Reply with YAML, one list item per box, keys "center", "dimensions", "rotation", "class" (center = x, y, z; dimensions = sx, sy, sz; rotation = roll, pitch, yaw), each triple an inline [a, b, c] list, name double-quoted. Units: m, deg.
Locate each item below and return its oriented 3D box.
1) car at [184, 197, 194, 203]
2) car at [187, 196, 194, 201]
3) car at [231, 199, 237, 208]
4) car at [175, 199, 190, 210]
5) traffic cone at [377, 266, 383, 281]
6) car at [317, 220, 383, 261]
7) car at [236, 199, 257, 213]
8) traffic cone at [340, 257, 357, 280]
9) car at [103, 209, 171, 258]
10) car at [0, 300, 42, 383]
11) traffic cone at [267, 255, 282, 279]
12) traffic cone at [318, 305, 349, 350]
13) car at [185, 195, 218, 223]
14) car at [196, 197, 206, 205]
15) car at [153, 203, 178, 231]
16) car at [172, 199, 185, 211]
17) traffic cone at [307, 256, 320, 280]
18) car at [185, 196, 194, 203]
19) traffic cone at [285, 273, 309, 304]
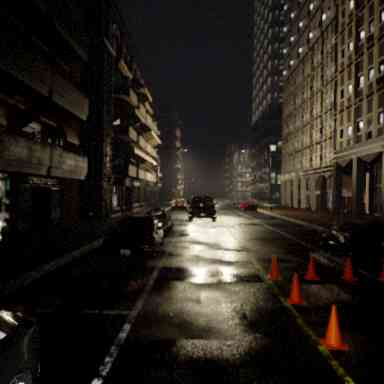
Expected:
- center: [-0.667, 1.779, 75.024]
  dimensions: [2.008, 1.369, 4.403]
  rotation: [1, 0, 1]
  class: "car"
- center: [-0.291, 1.886, 93.586]
  dimensions: [1.802, 1.307, 4.206]
  rotation: [1, 0, 1]
  class: "car"
- center: [7.192, 1.825, 52.244]
  dimensions: [2.008, 1.369, 4.403]
  rotation: [1, 0, 1]
  class: "car"
- center: [-1.314, 1.701, 46.789]
  dimensions: [1.802, 1.307, 4.206]
  rotation: [1, 0, 1]
  class: "car"
- center: [5.229, 2.064, 8.949]
  dimensions: [0.340, 0.580, 0.340]
  rotation: [1, 0, 1]
  class: "traffic cone"
- center: [6.286, 1.702, 12.714]
  dimensions: [1.947, 1.339, 4.313]
  rotation: [1, 0, 1]
  class: "car"
- center: [6.934, 1.778, 40.949]
  dimensions: [1.887, 1.381, 4.507]
  rotation: [1, 0, 1]
  class: "car"
- center: [4.229, 2.048, 8.972]
  dimensions: [0.340, 0.580, 0.340]
  rotation: [1, 0, 1]
  class: "traffic cone"
- center: [-2.092, 1.568, 12.907]
  dimensions: [1.947, 1.339, 4.313]
  rotation: [1, 0, 1]
  class: "car"
- center: [-2.351, 1.517, 1.612]
  dimensions: [2.008, 1.369, 4.403]
  rotation: [1, 0, 1]
  class: "car"
- center: [2.229, 2.016, 9.018]
  dimensions: [0.340, 0.580, 0.340]
  rotation: [1, 0, 1]
  class: "traffic cone"
- center: [2.138, 2.004, 5.019]
  dimensions: [0.340, 0.580, 0.340]
  rotation: [1, 0, 1]
  class: "traffic cone"
- center: [0.842, 1.313, 27.175]
  dimensions: [2.150, 2.045, 5.566]
  rotation: [1, 0, 1]
  class: "car"
- center: [1.816, 1.798, 65.826]
  dimensions: [1.994, 1.385, 4.181]
  rotation: [1, 0, 1]
  class: "car"
- center: [-1.965, 1.545, 18.384]
  dimensions: [1.752, 1.417, 4.829]
  rotation: [1, 0, 1]
  class: "car"
- center: [-1.442, 1.539, 41.142]
  dimensions: [1.967, 1.590, 4.097]
  rotation: [1, 0, 1]
  class: "car"
- center: [3.229, 2.032, 8.995]
  dimensions: [0.340, 0.580, 0.340]
  rotation: [1, 0, 1]
  class: "traffic cone"
- center: [-0.536, 1.802, 80.671]
  dimensions: [2.008, 1.369, 4.403]
  rotation: [1, 0, 1]
  class: "car"
- center: [2.184, 2.010, 7.019]
  dimensions: [0.340, 0.580, 0.340]
  rotation: [1, 0, 1]
  class: "traffic cone"
